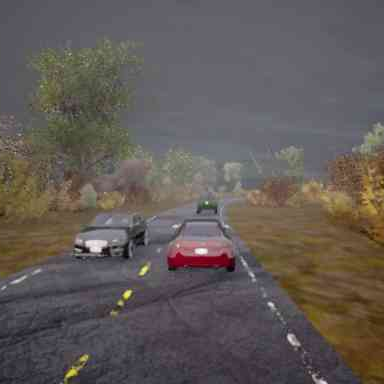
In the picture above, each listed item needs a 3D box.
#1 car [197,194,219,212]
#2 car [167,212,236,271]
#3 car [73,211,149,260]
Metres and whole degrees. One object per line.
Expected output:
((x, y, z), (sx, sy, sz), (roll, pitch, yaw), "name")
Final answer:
((1.775, 1.243, 36.626), (2.150, 2.045, 5.566), (0, 0, 5), "car")
((0.311, 1.569, 10.997), (1.994, 1.385, 4.181), (0, 0, 2), "car")
((-2.849, 1.493, 12.584), (2.128, 1.511, 4.902), (0, 0, 2), "car")
